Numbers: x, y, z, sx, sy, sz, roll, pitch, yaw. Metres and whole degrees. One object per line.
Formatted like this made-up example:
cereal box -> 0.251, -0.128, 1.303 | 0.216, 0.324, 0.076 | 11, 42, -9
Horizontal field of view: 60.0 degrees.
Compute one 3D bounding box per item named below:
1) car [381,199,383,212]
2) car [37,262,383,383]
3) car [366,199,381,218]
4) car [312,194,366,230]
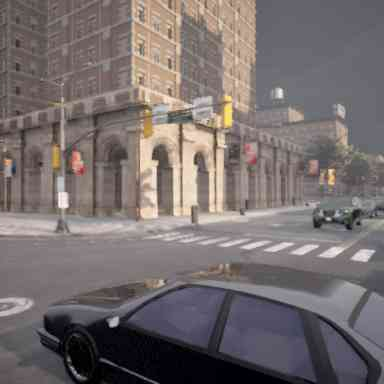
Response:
car -> 21.560, 1.552, 38.527 | 2.033, 1.411, 5.357 | 0, 0, 36
car -> 0.558, 1.548, 3.594 | 5.357, 1.411, 2.033 | 0, 0, 35
car -> 15.503, 1.508, 29.989 | 1.837, 1.490, 4.892 | 0, 0, 35
car -> 9.488, 1.224, 21.504 | 2.150, 2.045, 5.566 | 0, 0, 35
